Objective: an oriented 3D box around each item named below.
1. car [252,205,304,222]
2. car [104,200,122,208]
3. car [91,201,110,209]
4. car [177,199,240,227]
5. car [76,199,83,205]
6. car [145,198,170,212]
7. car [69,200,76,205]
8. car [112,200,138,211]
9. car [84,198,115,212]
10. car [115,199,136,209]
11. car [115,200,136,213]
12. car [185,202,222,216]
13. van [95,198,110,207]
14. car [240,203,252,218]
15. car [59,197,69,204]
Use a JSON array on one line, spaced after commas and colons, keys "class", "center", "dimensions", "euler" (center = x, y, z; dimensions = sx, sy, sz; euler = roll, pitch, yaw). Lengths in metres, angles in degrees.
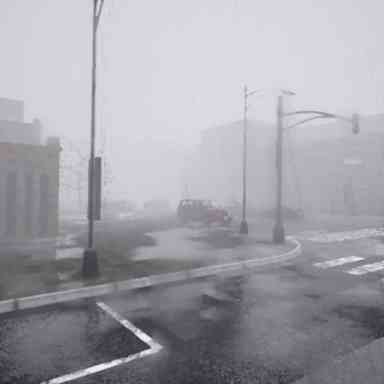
[{"class": "car", "center": [7.690, 1.834, 28.907], "dimensions": [1.947, 1.339, 4.313], "euler": [1, -1, -35]}, {"class": "car", "center": [-14.456, 2.218, 60.810], "dimensions": [1.802, 1.307, 4.206], "euler": [1, -1, -35]}, {"class": "car", "center": [-16.130, 2.183, 58.507], "dimensions": [1.895, 1.301, 4.718], "euler": [1, -1, -35]}, {"class": "car", "center": [0.808, 1.442, 24.131], "dimensions": [2.192, 1.841, 5.009], "euler": [1, -1, -35]}, {"class": "car", "center": [-23.948, 2.375, 74.483], "dimensions": [1.802, 1.307, 4.206], "euler": [1, -1, -35]}, {"class": "car", "center": [-4.965, 1.794, 47.140], "dimensions": [2.192, 1.841, 5.009], "euler": [1, -1, -35]}, {"class": "car", "center": [-27.112, 2.427, 79.041], "dimensions": [1.802, 1.307, 4.206], "euler": [1, -1, -35]}, {"class": "car", "center": [-10.131, 1.975, 49.947], "dimensions": [2.128, 1.511, 4.902], "euler": [1, -1, -34]}, {"class": "car", "center": [-11.848, 1.777, 42.360], "dimensions": [1.967, 1.590, 4.097], "euler": [1, -1, -35]}, {"class": "car", "center": [-11.293, 2.024, 56.254], "dimensions": [1.967, 1.590, 4.097], "euler": [1, -1, -35]}, {"class": "car", "center": [-9.523, 1.926, 43.584], "dimensions": [2.033, 1.411, 5.357], "euler": [1, -1, -35]}, {"class": "car", "center": [1.265, 1.900, 38.162], "dimensions": [1.752, 1.417, 4.829], "euler": [1, -1, -35]}, {"class": "van", "center": [-17.620, 2.029, 65.371], "dimensions": [1.690, 1.788, 3.998], "euler": [1, -1, -35]}, {"class": "car", "center": [4.527, 1.761, 33.466], "dimensions": [1.967, 1.590, 4.097], "euler": [1, -1, -35]}, {"class": "car", "center": [-33.439, 2.531, 88.156], "dimensions": [1.802, 1.307, 4.206], "euler": [1, -1, -35]}]
